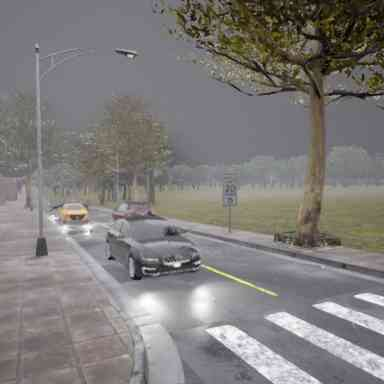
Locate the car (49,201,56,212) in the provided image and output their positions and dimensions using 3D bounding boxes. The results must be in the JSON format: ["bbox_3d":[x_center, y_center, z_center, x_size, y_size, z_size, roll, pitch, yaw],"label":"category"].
[{"bbox_3d":[-17.134,1.788,42.539,1.895,1.301,4.718,-1,0,-26],"label":"car"}]

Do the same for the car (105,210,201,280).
[{"bbox_3d":[-1.442,1.565,10.469,1.837,1.490,4.892,-1,1,-26],"label":"car"}]

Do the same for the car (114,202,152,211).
[{"bbox_3d":[-4.046,1.455,22.419,2.097,1.767,4.553,-1,0,-26],"label":"car"}]

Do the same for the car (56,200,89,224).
[{"bbox_3d":[-9.779,1.704,27.400,1.882,1.535,5.008,-1,0,-26],"label":"car"}]
